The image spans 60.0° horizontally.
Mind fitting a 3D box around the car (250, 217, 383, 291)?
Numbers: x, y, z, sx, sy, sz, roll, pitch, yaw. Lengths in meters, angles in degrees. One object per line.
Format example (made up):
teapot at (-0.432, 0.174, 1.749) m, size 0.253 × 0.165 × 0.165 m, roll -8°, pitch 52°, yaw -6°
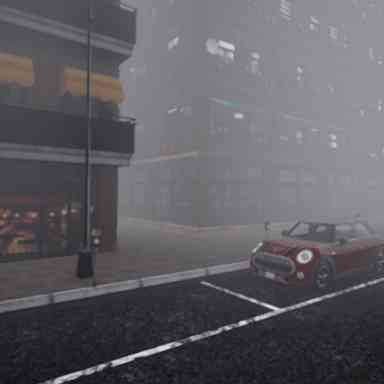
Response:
car at (3.488, 1.464, 9.074) m, size 4.097 × 1.590 × 1.967 m, roll 0°, pitch 1°, yaw -36°
